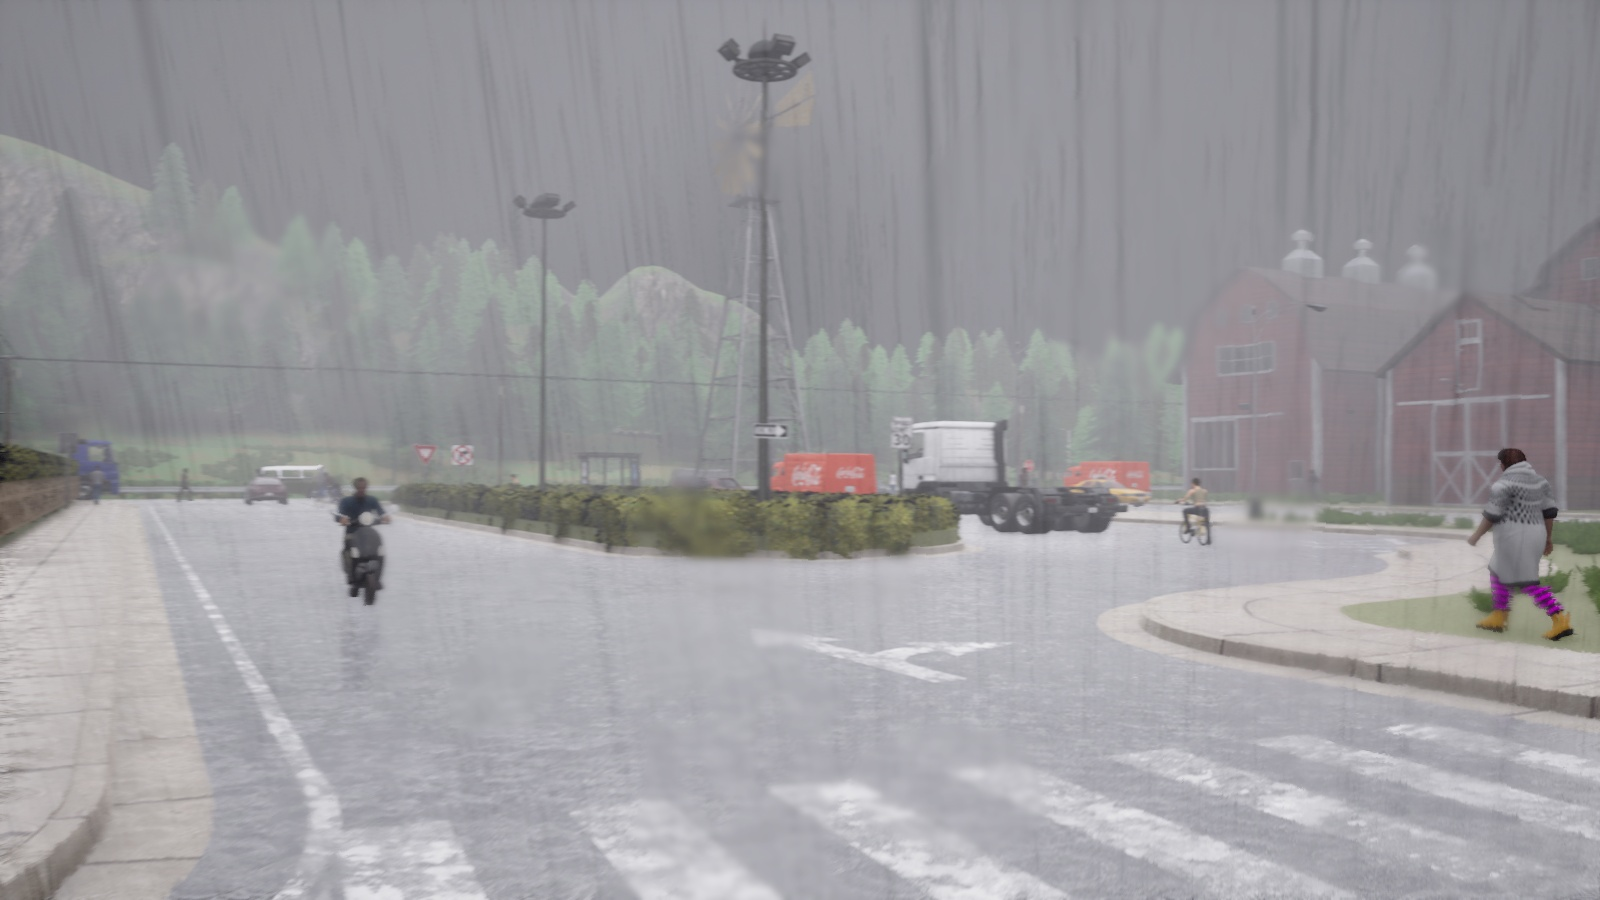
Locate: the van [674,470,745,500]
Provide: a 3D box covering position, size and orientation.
[{"bbox_3d":[-6.152,2.340,85.553,4.442,1.987,1.775,0,-1,-28],"label":"van"}]

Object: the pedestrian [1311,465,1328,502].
[{"bbox_3d":[26.990,1.723,65.244,0.402,1.930,0.666,1,-2,-44],"label":"pedestrian"}]

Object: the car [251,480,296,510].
[{"bbox_3d":[-26.984,2.283,64.287,1.812,1.442,4.674,0,-1,-27],"label":"car"}]

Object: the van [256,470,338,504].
[{"bbox_3d":[-30.711,2.236,76.682,4.480,2.038,2.069,1,-1,-28],"label":"van"}]

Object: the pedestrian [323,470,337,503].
[{"bbox_3d":[-25.849,2.007,69.095,0.706,1.836,0.354,-1,-1,30],"label":"pedestrian"}]

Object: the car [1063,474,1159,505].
[{"bbox_3d":[16.458,2.076,66.712,1.801,1.575,5.366,0,-1,-29],"label":"car"}]

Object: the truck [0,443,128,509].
[{"bbox_3d":[-40.688,1.391,67.542,7.936,3.462,2.891,0,-1,-28],"label":"truck"}]

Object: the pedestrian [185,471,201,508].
[{"bbox_3d":[-32.000,2.100,66.240,0.692,1.930,0.396,1,-1,-37],"label":"pedestrian"}]

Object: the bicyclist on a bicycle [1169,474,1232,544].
[{"bbox_3d":[9.619,1.396,30.204,0.866,1.612,1.509,0,-1,-7],"label":"bicyclist on a bicycle"}]

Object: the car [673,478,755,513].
[{"bbox_3d":[-3.873,2.028,56.245,1.845,1.501,3.633,1,-1,-40],"label":"car"}]

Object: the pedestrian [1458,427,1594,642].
[{"bbox_3d":[6.872,0.773,11.914,0.659,1.952,0.873,0,-1,-28],"label":"pedestrian"}]

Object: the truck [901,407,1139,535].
[{"bbox_3d":[6.433,0.646,38.283,2.891,3.462,7.936,0,-1,-28],"label":"truck"}]

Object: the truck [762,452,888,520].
[{"bbox_3d":[0.878,1.361,48.509,2.627,2.467,5.204,0,-1,-28],"label":"truck"}]

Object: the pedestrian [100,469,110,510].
[{"bbox_3d":[-31.522,1.789,56.974,0.354,1.836,0.706,0,-1,-31],"label":"pedestrian"}]

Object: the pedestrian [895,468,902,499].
[{"bbox_3d":[5.752,1.961,73.331,0.354,1.836,0.706,0,-1,2],"label":"pedestrian"}]

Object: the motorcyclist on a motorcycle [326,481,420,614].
[{"bbox_3d":[-5.507,1.200,16.136,0.866,1.590,1.817,0,-1,-28],"label":"motorcyclist on a motorcycle"}]

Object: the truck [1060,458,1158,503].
[{"bbox_3d":[17.635,1.745,71.872,2.627,2.467,5.204,0,-1,-29],"label":"truck"}]
